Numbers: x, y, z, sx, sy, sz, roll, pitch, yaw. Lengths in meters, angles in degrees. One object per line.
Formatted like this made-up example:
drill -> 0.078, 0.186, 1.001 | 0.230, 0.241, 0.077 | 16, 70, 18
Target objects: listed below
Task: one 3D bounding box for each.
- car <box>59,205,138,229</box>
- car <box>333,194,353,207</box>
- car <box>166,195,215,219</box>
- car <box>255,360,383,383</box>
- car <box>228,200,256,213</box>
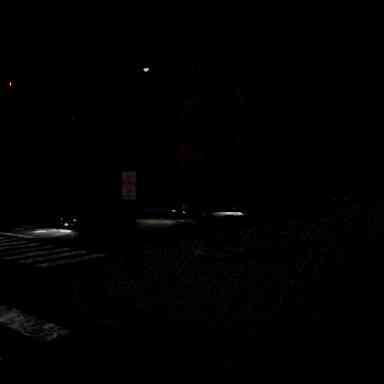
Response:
car -> -6.009, 1.568, 22.114 | 2.033, 1.411, 5.357 | 0, 0, 35
car -> 24.020, 1.348, 52.927 | 2.150, 2.045, 5.566 | 0, 0, 35
car -> -0.008, 1.260, 30.589 | 2.150, 2.045, 5.566 | 0, 0, 34
car -> 2.143, 1.551, 1.314 | 4.403, 1.369, 2.008 | 0, 0, 36
car -> 5.848, 1.623, 38.836 | 1.994, 1.385, 4.181 | 0, 0, 35
